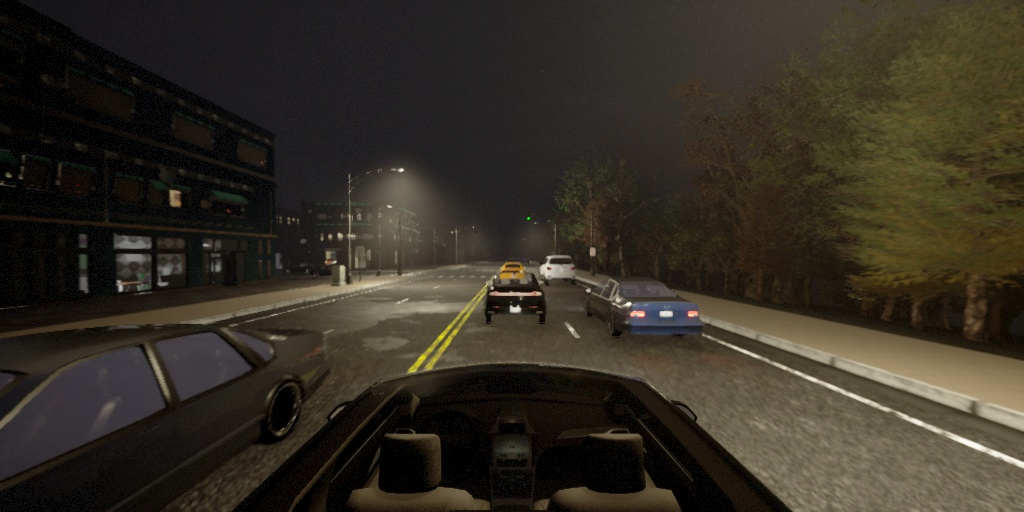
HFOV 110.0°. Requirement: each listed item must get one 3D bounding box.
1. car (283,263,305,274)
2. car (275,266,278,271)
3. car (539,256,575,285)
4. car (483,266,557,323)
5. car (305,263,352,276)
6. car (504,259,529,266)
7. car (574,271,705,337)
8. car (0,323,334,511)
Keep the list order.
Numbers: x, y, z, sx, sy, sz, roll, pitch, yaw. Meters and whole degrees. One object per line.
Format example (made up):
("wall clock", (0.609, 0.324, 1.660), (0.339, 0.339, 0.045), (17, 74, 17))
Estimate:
("car", (-28.316, 1.633, 48.194), (4.403, 1.370, 2.007), (0, 0, 0))
("car", (-33.852, 1.729, 48.196), (4.207, 1.307, 1.802), (0, 0, 0))
("car", (3.331, 1.003, 26.788), (2.150, 2.045, 5.566), (0, 0, 0))
("car", (0.092, 1.255, 12.150), (2.128, 1.511, 4.902), (0, 0, 0))
("car", (-19.977, 1.623, 39.688), (4.313, 1.339, 1.948), (0, 0, 0))
("car", (0.079, 1.262, 27.961), (1.882, 1.535, 5.008), (0, 0, 0))
("car", (3.343, 1.307, 10.287), (2.033, 1.411, 5.357), (0, 0, 0))
("car", (-3.352, 1.300, 2.569), (2.033, 1.411, 5.357), (0, 0, 0))
